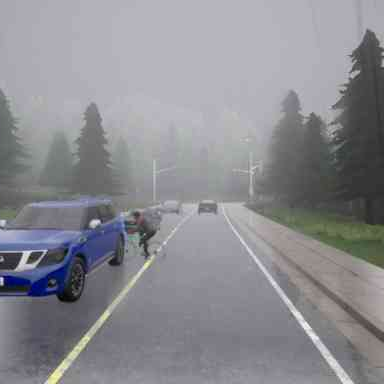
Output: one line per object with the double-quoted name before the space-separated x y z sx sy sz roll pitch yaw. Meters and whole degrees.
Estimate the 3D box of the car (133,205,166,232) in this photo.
"car" -2.870 1.604 18.696 1.895 1.301 4.718 0 0 2

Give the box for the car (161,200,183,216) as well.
"car" -2.012 1.532 33.297 1.812 1.442 4.674 0 0 4

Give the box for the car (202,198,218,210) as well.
"car" 2.463 1.573 44.994 1.994 1.385 4.181 0 0 5

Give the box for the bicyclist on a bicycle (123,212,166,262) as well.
"bicyclist on a bicycle" -1.656 1.474 10.781 1.656 1.620 0.582 2 0 2

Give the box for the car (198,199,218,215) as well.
"car" 1.687 1.485 34.539 1.882 1.535 5.008 0 0 5

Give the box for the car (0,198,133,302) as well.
"car" -3.314 1.221 8.635 2.150 2.045 5.566 0 0 3
